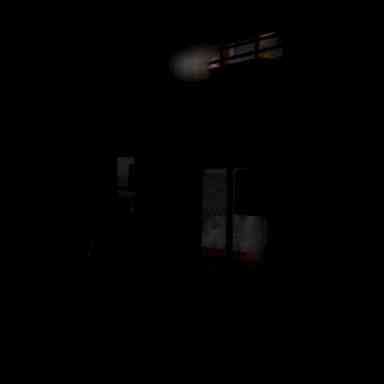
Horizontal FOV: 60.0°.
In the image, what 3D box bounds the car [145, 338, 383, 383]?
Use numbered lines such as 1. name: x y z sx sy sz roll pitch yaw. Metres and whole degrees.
1. car: 1.572 1.549 1.547 4.507 1.381 1.887 1 1 36
